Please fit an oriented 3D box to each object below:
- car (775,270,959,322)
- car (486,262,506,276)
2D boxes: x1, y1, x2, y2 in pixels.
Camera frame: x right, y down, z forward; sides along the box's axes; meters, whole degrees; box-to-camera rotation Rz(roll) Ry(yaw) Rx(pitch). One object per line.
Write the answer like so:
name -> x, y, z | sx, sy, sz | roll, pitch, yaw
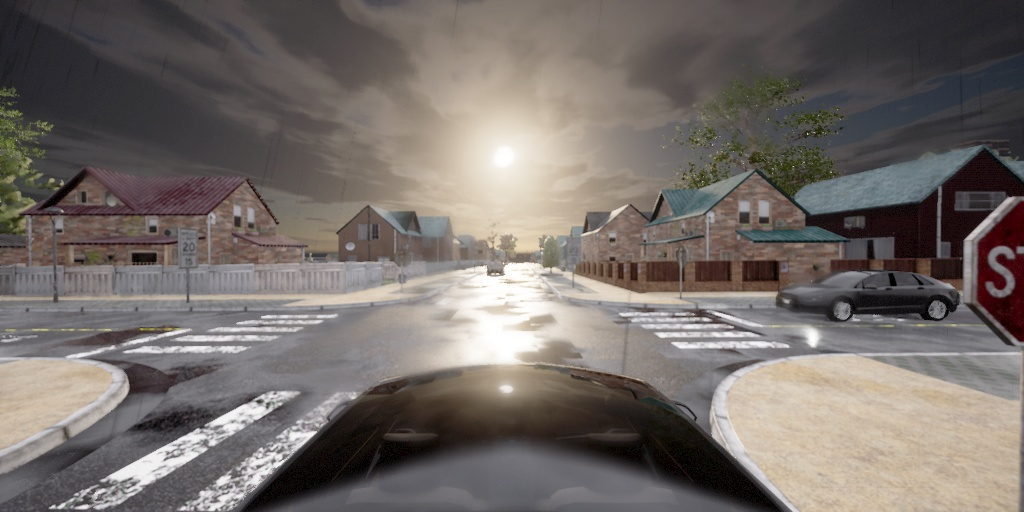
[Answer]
car -> 11.196, 1.198, 11.487 | 4.892, 1.490, 1.837 | 0, 0, -1
car -> -1.766, 1.402, 39.918 | 1.837, 1.490, 4.892 | 0, 0, 1
